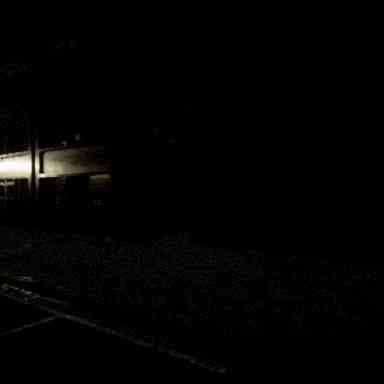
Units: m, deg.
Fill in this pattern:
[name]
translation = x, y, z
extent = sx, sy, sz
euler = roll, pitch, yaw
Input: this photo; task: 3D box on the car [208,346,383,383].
[car]
translation = 1.876, 1.561, 1.626
extent = 4.313, 1.339, 1.947
euler = 0, 0, 35
